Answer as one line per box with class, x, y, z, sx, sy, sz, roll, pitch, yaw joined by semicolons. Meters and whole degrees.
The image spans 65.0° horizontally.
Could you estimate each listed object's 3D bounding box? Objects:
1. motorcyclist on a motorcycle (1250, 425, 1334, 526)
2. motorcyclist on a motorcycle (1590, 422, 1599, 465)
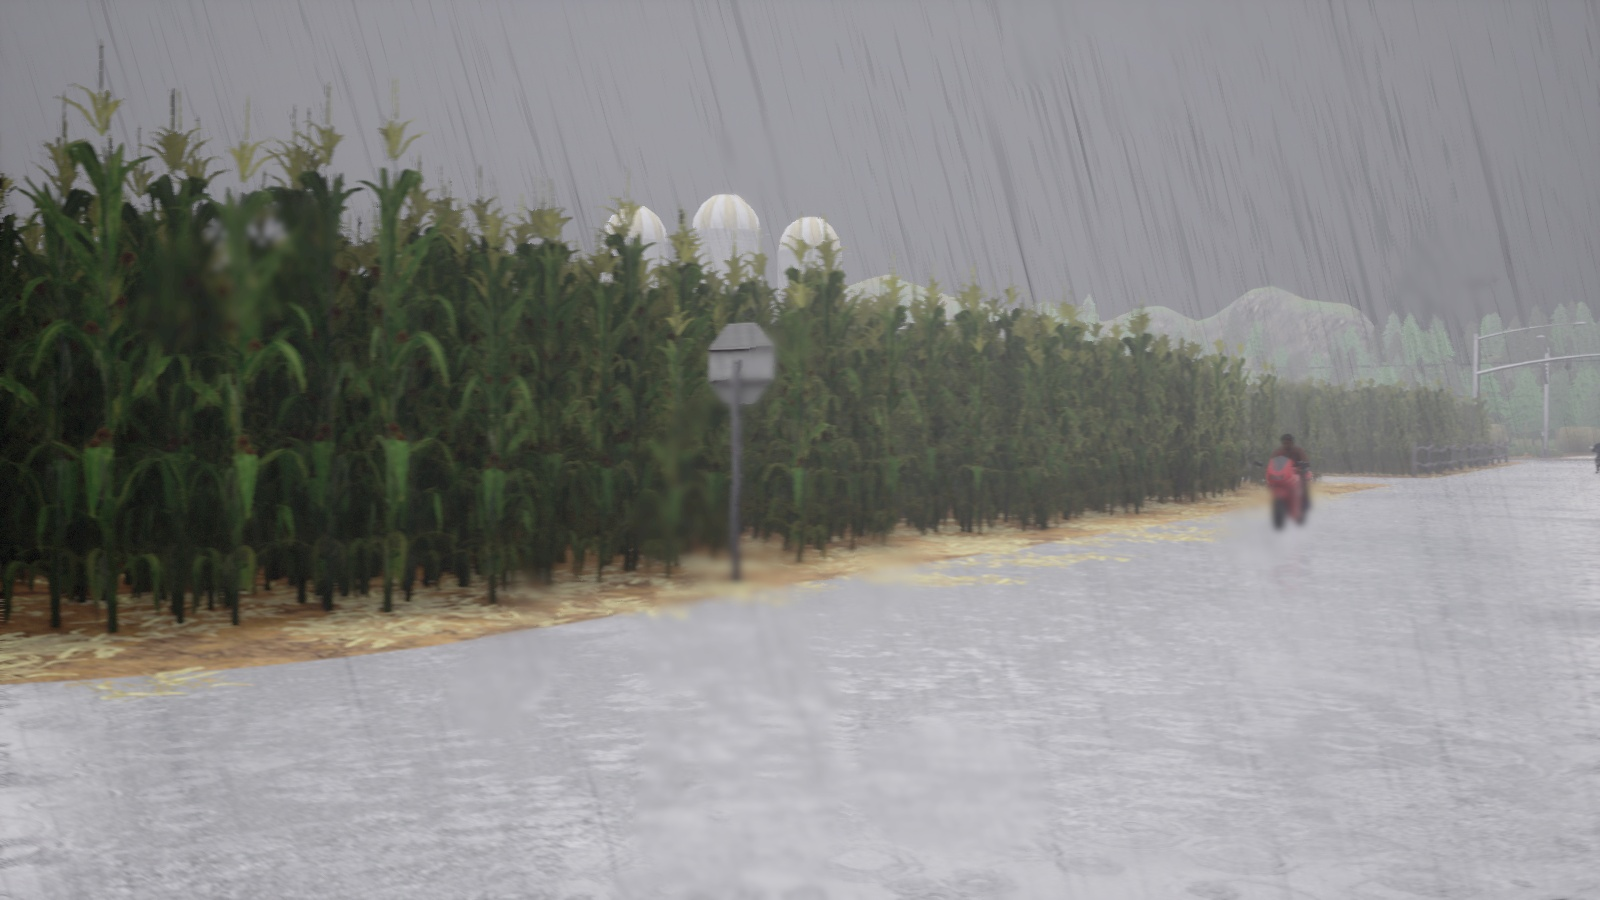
motorcyclist on a motorcycle;7.868;0.372;20.031;0.797;1.523;2.044;0;1;34
motorcyclist on a motorcycle;30.585;-0.254;47.741;0.866;1.590;1.817;0;1;34
